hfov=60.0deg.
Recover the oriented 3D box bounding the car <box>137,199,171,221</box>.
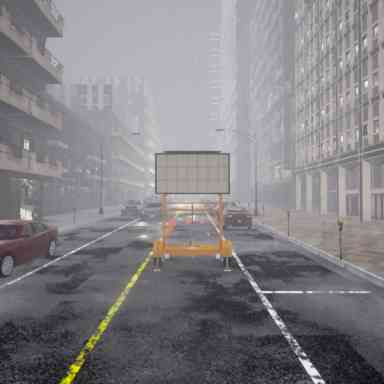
[{"bbox_3d":[-2.959,1.533,27.042,1.812,1.442,4.674,0,0,0],"label":"car"}]

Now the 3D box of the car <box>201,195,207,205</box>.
[{"bbox_3d":[2.780,1.561,49.108,2.008,1.369,4.403,1,0,0],"label":"car"}]

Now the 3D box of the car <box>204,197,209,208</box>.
[{"bbox_3d":[2.763,1.554,38.013,1.887,1.381,4.507,1,0,0],"label":"car"}]

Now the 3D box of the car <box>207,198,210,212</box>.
[{"bbox_3d":[2.754,1.554,32.464,1.887,1.381,4.507,1,0,0],"label":"car"}]

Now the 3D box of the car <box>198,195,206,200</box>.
[{"bbox_3d":[2.850,1.574,93.492,1.947,1.339,4.313,1,0,0],"label":"car"}]

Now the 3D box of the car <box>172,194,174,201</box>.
[{"bbox_3d":[-5.563,1.451,71.230,1.967,1.590,4.097,1,0,0],"label":"car"}]

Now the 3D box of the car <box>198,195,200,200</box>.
[{"bbox_3d":[2.814,1.592,71.300,1.802,1.307,4.206,1,0,0],"label":"car"}]

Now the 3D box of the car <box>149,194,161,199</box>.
[{"bbox_3d":[-5.606,1.450,43.497,1.967,1.590,4.097,1,0,0],"label":"car"}]

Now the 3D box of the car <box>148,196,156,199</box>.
[{"bbox_3d":[-5.617,1.554,37.950,1.887,1.381,4.507,1,0,0],"label":"car"}]

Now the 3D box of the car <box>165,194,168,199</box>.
[{"bbox_3d":[-5.587,1.325,54.590,2.192,1.841,5.009,1,0,0],"label":"car"}]

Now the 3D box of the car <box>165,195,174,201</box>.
[{"bbox_3d":[-5.558,1.535,82.153,1.752,1.417,4.829,1,0,0],"label":"car"}]

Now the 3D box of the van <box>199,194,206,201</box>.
[{"bbox_3d":[2.846,1.350,87.944,1.690,1.788,3.998,1,0,0],"label":"van"}]

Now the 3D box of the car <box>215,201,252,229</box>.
[{"bbox_3d":[2.737,1.551,21.368,1.887,1.381,4.507,1,0,0],"label":"car"}]

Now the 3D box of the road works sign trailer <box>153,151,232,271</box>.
[{"bbox_3d":[0.015,0.468,10.849,2.380,3.560,2.880,0,0,0],"label":"road works sign trailer"}]

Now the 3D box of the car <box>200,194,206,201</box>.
[{"bbox_3d":[2.798,1.536,60.374,1.752,1.417,4.829,1,0,0],"label":"car"}]

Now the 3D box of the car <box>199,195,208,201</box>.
[{"bbox_3d":[2.835,1.450,82.396,1.967,1.590,4.097,1,0,0],"label":"car"}]

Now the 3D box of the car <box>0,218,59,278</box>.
[{"bbox_3d":[-5.661,1.548,10.216,1.887,1.381,4.507,1,0,0],"label":"car"}]

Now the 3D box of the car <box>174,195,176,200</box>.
[{"bbox_3d":[-5.555,1.325,76.777,2.192,1.841,5.009,1,0,0],"label":"car"}]

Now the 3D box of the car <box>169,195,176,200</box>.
[{"bbox_3d":[-5.497,1.534,93.246,1.752,1.417,4.829,1,0,0],"label":"car"}]

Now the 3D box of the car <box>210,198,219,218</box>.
[{"bbox_3d":[2.747,1.448,26.916,1.967,1.590,4.097,1,0,0],"label":"car"}]

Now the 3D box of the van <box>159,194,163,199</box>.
[{"bbox_3d":[-5.596,1.351,49.044,1.690,1.788,3.998,1,0,0],"label":"van"}]

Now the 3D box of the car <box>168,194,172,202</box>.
[{"bbox_3d":[-5.574,1.561,65.683,2.008,1.369,4.403,1,0,0],"label":"car"}]

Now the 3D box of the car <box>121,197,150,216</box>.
[{"bbox_3d":[-5.624,1.449,32.402,1.967,1.590,4.097,1,0,0],"label":"car"}]
